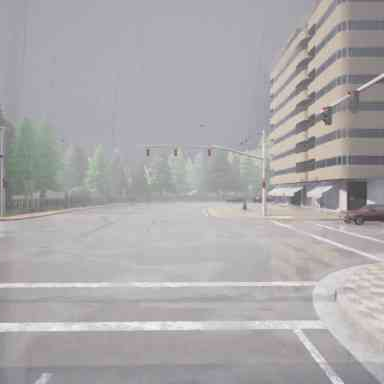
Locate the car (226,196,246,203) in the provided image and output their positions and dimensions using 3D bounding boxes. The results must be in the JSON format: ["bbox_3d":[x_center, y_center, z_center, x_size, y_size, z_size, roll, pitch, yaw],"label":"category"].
[{"bbox_3d":[9.049,1.491,67.684,4.902,1.511,2.128,0,0,-42],"label":"car"}]

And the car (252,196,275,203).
[{"bbox_3d":[14.269,1.525,67.786,4.674,1.442,1.812,0,0,-34],"label":"car"}]

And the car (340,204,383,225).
[{"bbox_3d":[13.191,1.581,24.039,4.674,1.442,1.812,0,0,-1],"label":"car"}]

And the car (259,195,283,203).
[{"bbox_3d":[17.586,1.525,73.664,4.902,1.511,2.128,0,0,-23],"label":"car"}]
